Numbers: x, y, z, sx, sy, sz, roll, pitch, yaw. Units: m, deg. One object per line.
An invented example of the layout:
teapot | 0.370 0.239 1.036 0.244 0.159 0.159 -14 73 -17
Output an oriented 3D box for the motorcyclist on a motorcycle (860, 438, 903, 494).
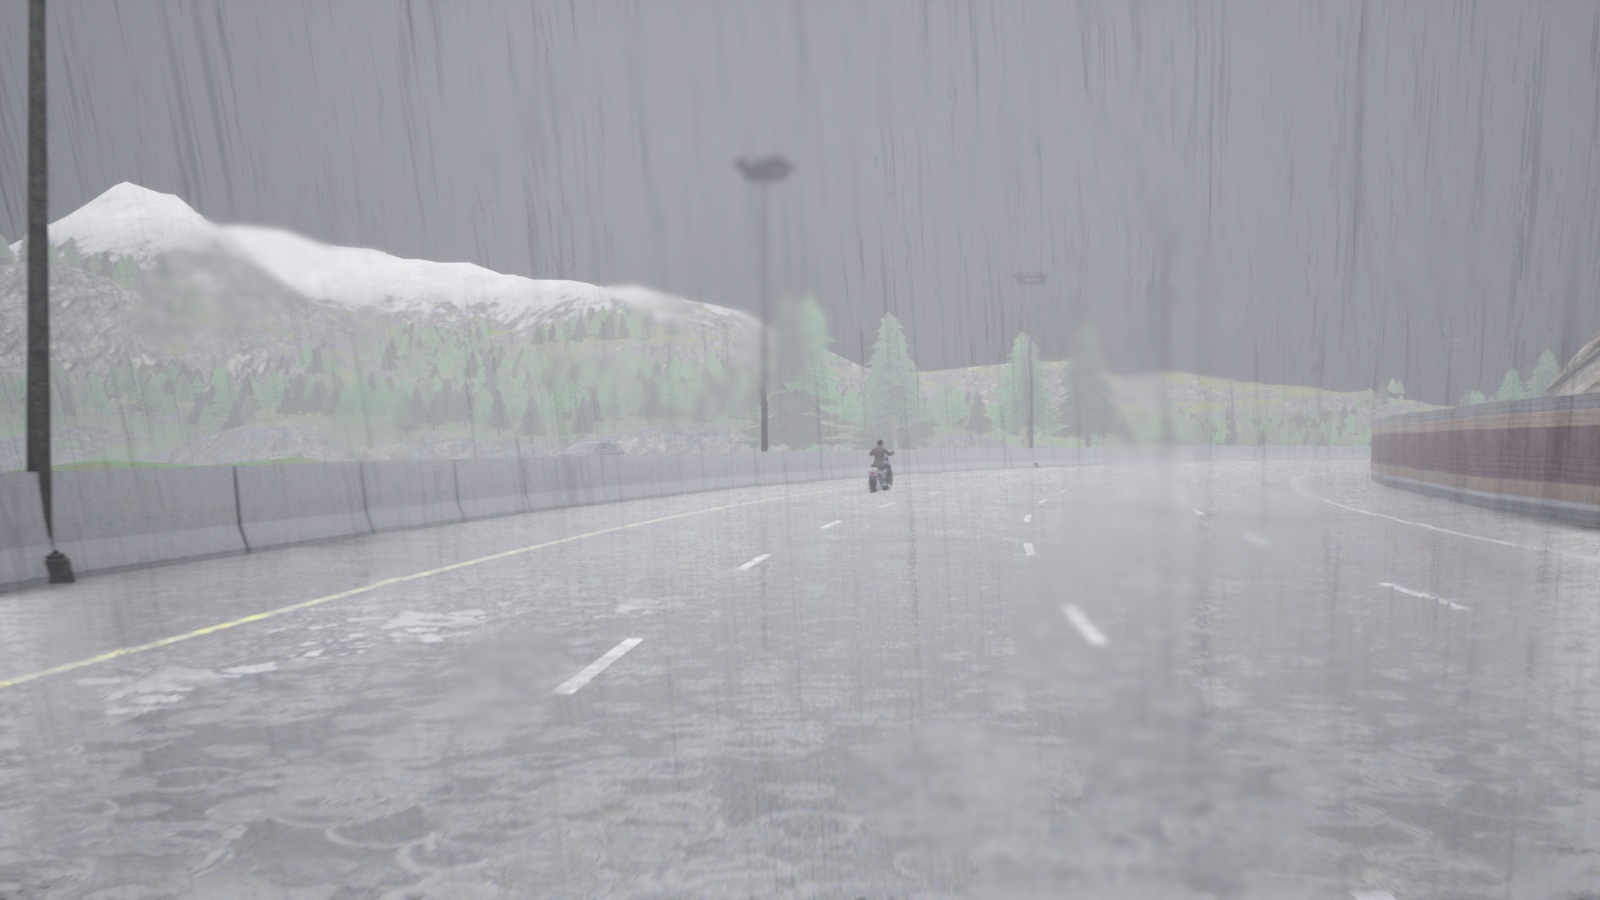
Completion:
motorcyclist on a motorcycle | 2.515 0.483 38.474 0.766 1.649 2.350 1 0 17

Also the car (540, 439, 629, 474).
car | -10.738 0.308 62.997 2.033 1.649 4.856 0 0 24
